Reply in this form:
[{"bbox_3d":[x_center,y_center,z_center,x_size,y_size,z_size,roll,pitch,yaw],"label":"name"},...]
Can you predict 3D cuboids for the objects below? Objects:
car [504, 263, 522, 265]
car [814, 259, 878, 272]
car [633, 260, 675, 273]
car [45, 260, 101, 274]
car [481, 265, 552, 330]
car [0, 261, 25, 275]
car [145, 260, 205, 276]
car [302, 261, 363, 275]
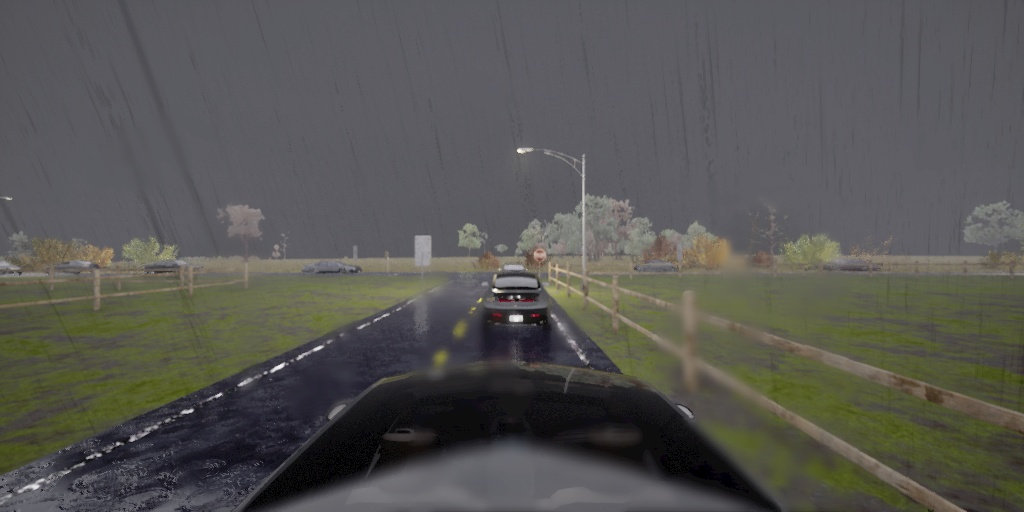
[{"bbox_3d":[0.056,1.166,24.366,2.033,1.411,5.357,0,0,-2],"label":"car"},{"bbox_3d":[35.085,1.013,37.735,5.357,1.411,2.033,0,0,1],"label":"car"},{"bbox_3d":[14.976,1.062,37.925,4.181,1.385,1.994,0,0,0],"label":"car"},{"bbox_3d":[-46.951,1.195,38.434,4.674,1.442,1.812,0,0,1],"label":"car"},{"bbox_3d":[0.106,1.203,10.856,1.837,1.490,4.892,0,0,0],"label":"car"},{"bbox_3d":[-51.722,1.225,35.676,4.902,1.511,2.128,0,0,1],"label":"car"},{"bbox_3d":[-33.162,1.124,35.411,5.008,1.535,1.882,0,0,1],"label":"car"},{"bbox_3d":[-17.648,1.149,35.267,5.357,1.411,2.033,0,0,1],"label":"car"}]
